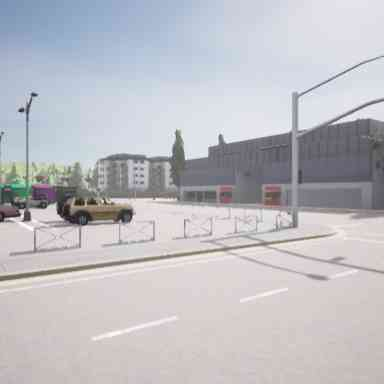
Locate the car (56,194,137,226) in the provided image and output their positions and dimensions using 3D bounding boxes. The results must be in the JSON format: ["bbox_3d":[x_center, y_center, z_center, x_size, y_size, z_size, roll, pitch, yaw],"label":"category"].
[{"bbox_3d":[-5.930,1.107,21.195,4.605,1.855,1.932,0,0,-35],"label":"car"}]

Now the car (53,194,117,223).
[{"bbox_3d":[-7.557,1.109,23.589,3.866,1.878,1.905,0,0,-35],"label":"car"}]

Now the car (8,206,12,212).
[{"bbox_3d":[-20.591,1.346,41.953,3.806,1.475,1.970,0,0,-35],"label":"car"}]

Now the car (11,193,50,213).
[{"bbox_3d":[-18.927,1.107,39.583,3.866,1.878,1.905,0,0,-35],"label":"car"}]
